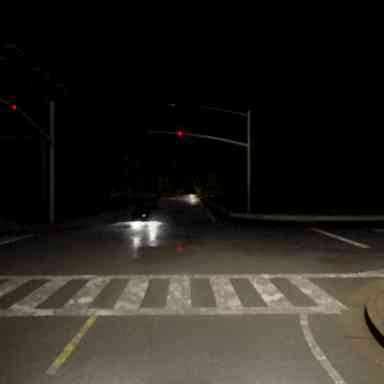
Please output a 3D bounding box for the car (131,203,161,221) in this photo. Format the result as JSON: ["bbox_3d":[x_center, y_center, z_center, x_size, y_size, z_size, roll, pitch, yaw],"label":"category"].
[{"bbox_3d":[-3.529,1.533,26.363,1.994,1.385,4.181,0,0,0],"label":"car"}]
